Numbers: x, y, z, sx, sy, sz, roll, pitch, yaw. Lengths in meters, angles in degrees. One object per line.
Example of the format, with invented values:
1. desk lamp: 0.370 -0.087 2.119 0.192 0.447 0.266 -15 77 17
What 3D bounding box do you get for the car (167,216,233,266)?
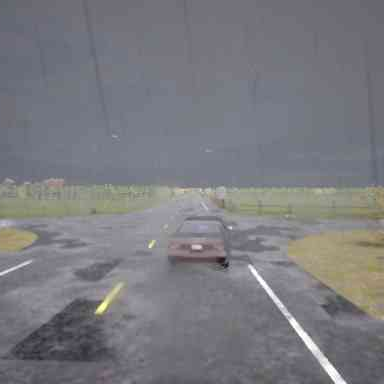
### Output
1. car: 0.408 1.555 11.572 2.033 1.411 5.357 0 0 6
